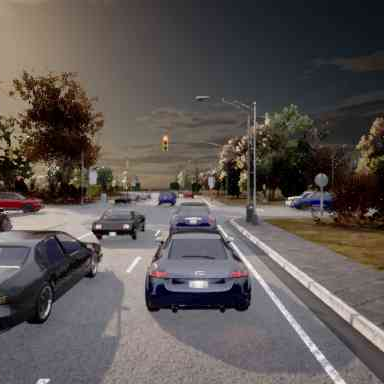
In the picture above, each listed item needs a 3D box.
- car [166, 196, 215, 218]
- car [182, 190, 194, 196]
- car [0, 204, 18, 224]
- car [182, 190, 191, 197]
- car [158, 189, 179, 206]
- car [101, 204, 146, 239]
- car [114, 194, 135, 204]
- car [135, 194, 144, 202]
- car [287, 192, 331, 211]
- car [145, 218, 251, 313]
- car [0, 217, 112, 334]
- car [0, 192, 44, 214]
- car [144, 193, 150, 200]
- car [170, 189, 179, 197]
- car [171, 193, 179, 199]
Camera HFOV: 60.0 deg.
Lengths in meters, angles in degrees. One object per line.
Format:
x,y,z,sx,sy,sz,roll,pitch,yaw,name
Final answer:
0.049,1.272,16.345,2.097,1.767,4.553,0,0,0,car
-0.746,0.569,83.432,2.150,2.045,5.566,0,1,-4,car
-10.613,1.485,16.061,1.994,1.385,4.181,0,0,0,car
-1.559,0.396,94.080,2.097,1.767,4.553,0,1,-7,car
-3.551,0.922,47.784,2.150,2.045,5.566,0,0,2,car
-3.471,1.518,16.669,1.895,1.301,4.718,0,0,-1,car
-10.772,1.271,52.161,1.895,1.301,4.718,0,0,0,car
-10.780,1.091,61.263,2.128,1.511,4.902,0,0,0,car
14.033,0.995,37.407,5.566,2.045,2.150,0,0,-3,car
0.084,1.541,7.712,1.994,1.385,4.181,0,0,-1,car
-3.414,1.528,7.024,2.033,1.411,5.357,0,0,-1,car
-17.320,1.031,32.089,5.566,2.045,2.150,0,1,-7,car
-10.820,1.098,71.219,1.895,1.301,4.718,0,1,-1,car
-5.050,0.268,93.798,2.150,2.045,5.566,0,1,-7,car
-4.293,0.890,84.112,1.994,1.385,4.181,0,1,-4,car
